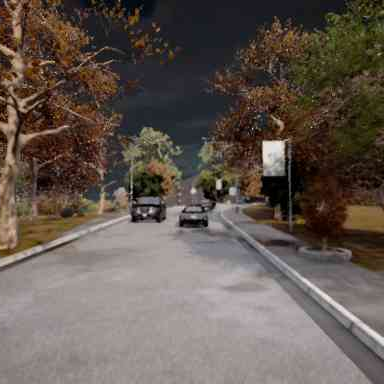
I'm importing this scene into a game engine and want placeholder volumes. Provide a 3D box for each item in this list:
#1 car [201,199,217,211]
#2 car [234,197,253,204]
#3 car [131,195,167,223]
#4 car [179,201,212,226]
[{"bbox_3d":[1.913,1.587,41.793,1.994,1.385,4.181,-1,0,13],"label":"car"},{"bbox_3d":[10.077,1.715,64.807,2.128,1.511,4.902,-4,-5,41],"label":"car"},{"bbox_3d":[-3.255,1.262,26.012,2.150,2.045,5.566,0,0,1],"label":"car"},{"bbox_3d":[0.128,1.600,23.573,1.994,1.385,4.181,0,0,1],"label":"car"}]
